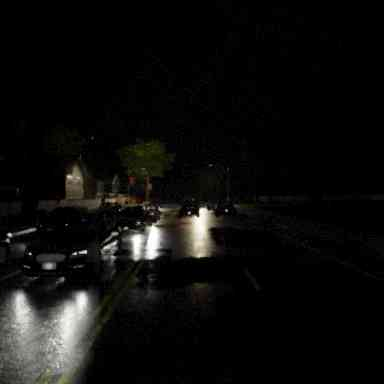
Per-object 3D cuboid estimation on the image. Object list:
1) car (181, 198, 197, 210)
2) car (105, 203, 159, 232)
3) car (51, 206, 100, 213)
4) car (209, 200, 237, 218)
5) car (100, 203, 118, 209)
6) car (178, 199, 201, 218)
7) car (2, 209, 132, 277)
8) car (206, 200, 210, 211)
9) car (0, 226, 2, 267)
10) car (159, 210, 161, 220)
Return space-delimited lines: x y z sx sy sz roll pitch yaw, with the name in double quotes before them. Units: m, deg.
"car" -0.384 1.681 46.321 2.128 1.511 4.902 0 -1 0
"car" -3.526 1.594 20.591 2.033 1.411 5.357 0 -1 0
"car" -6.759 1.547 18.263 1.837 1.490 4.892 0 0 0
"car" 3.017 1.622 31.359 1.994 1.385 4.181 0 0 -1
"car" -6.818 1.632 28.168 1.994 1.385 4.181 0 0 1
"car" -0.240 1.570 31.201 1.837 1.490 4.892 0 0 0
"car" -3.442 1.515 10.403 2.128 1.511 4.902 0 0 -1
"car" 2.869 1.704 43.874 2.033 1.411 5.357 0 -1 0
"car" -6.676 1.534 8.791 1.837 1.490 4.892 0 0 -1
"car" -3.490 1.667 25.649 1.895 1.301 4.718 0 -1 -1
